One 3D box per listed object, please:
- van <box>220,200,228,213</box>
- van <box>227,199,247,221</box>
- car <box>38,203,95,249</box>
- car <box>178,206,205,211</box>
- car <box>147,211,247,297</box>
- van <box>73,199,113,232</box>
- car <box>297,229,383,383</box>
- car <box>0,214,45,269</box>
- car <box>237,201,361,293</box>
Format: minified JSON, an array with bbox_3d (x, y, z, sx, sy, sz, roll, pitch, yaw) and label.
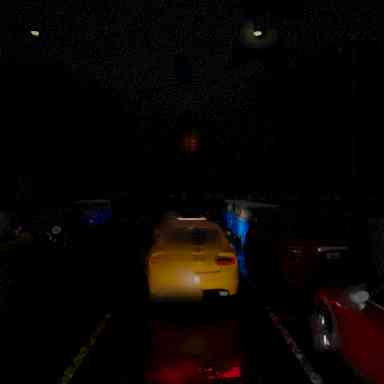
[{"bbox_3d":[2.660,1.341,19.683,1.690,1.788,3.998,0,0,0],"label":"van"},{"bbox_3d":[2.689,1.341,14.245,1.690,1.788,3.998,0,0,0],"label":"van"},{"bbox_3d":[-5.836,1.439,14.200,1.967,1.590,4.097,0,0,0],"label":"car"},{"bbox_3d":[-0.048,1.491,18.137,2.128,1.511,4.902,0,0,0],"label":"car"},{"bbox_3d":[0.039,1.477,8.635,1.882,1.535,5.008,0,0,0],"label":"car"},{"bbox_3d":[-5.865,1.340,19.638,1.690,1.788,3.998,0,0,0],"label":"van"},{"bbox_3d":[2.746,1.440,3.370,1.967,1.590,4.097,0,0,0],"label":"car"},{"bbox_3d":[-5.807,1.524,8.593,1.752,1.417,4.829,0,0,0],"label":"car"},{"bbox_3d":[2.717,1.314,8.808,2.192,1.841,5.009,0,0,0],"label":"car"}]
